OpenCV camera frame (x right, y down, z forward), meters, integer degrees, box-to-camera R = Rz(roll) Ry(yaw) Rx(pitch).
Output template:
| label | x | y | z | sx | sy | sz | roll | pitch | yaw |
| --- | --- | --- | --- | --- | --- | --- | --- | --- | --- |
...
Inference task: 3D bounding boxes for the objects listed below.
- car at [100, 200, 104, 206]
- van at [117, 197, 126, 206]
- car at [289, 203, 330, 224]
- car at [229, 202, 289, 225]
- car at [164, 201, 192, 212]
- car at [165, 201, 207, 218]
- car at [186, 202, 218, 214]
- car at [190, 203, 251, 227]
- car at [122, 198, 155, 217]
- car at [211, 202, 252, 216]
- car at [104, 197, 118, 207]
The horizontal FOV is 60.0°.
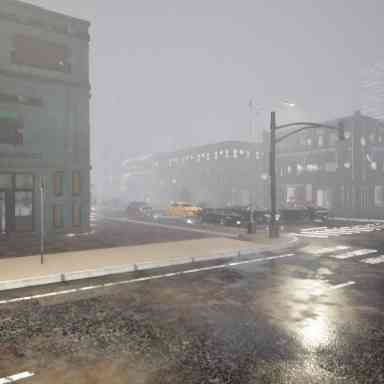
| label | x | y | z | sx | sy | sz | roll | pitch | yaw |
| --- | --- | --- | --- | --- | --- | --- | --- | --- | --- |
| car | -17.677 | 2.227 | 68.847 | 1.887 | 1.381 | 4.507 | -1 | 0 | -35 |
| van | -11.400 | 1.906 | 59.732 | 1.690 | 1.788 | 3.998 | -1 | 0 | -35 |
| car | 8.360 | 1.651 | 26.311 | 2.128 | 1.511 | 4.902 | -1 | 0 | -35 |
| car | 4.787 | 1.702 | 26.084 | 2.128 | 1.511 | 4.902 | -1 | 0 | -33 |
| car | -1.970 | 1.965 | 46.060 | 1.802 | 1.307 | 4.206 | -1 | 0 | -35 |
| car | -0.898 | 1.803 | 34.314 | 1.882 | 1.535 | 5.008 | -1 | 0 | -34 |
| car | 1.170 | 1.903 | 41.503 | 1.802 | 1.307 | 4.206 | -1 | 0 | -35 |
| car | 2.046 | 1.814 | 25.251 | 1.947 | 1.339 | 4.313 | -1 | 0 | -35 |
| car | -5.732 | 1.846 | 36.745 | 1.967 | 1.590 | 4.097 | -1 | 0 | -35 |
| car | 4.311 | 1.809 | 36.945 | 2.008 | 1.369 | 4.403 | -2 | 0 | -35 |
| car | -14.542 | 1.939 | 64.289 | 2.192 | 1.841 | 5.009 | -1 | 0 | -35 |
